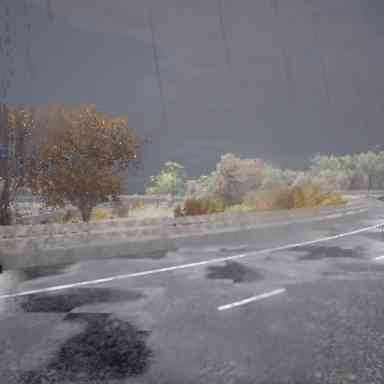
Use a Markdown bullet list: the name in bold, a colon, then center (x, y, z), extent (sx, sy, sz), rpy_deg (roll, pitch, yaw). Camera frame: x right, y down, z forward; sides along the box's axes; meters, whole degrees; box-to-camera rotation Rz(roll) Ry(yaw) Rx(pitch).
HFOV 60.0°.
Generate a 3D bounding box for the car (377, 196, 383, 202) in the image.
- **car**: center (46.974, 1.758, 81.148), extent (1.837, 1.490, 4.892), rpy_deg (0, 0, 4)
